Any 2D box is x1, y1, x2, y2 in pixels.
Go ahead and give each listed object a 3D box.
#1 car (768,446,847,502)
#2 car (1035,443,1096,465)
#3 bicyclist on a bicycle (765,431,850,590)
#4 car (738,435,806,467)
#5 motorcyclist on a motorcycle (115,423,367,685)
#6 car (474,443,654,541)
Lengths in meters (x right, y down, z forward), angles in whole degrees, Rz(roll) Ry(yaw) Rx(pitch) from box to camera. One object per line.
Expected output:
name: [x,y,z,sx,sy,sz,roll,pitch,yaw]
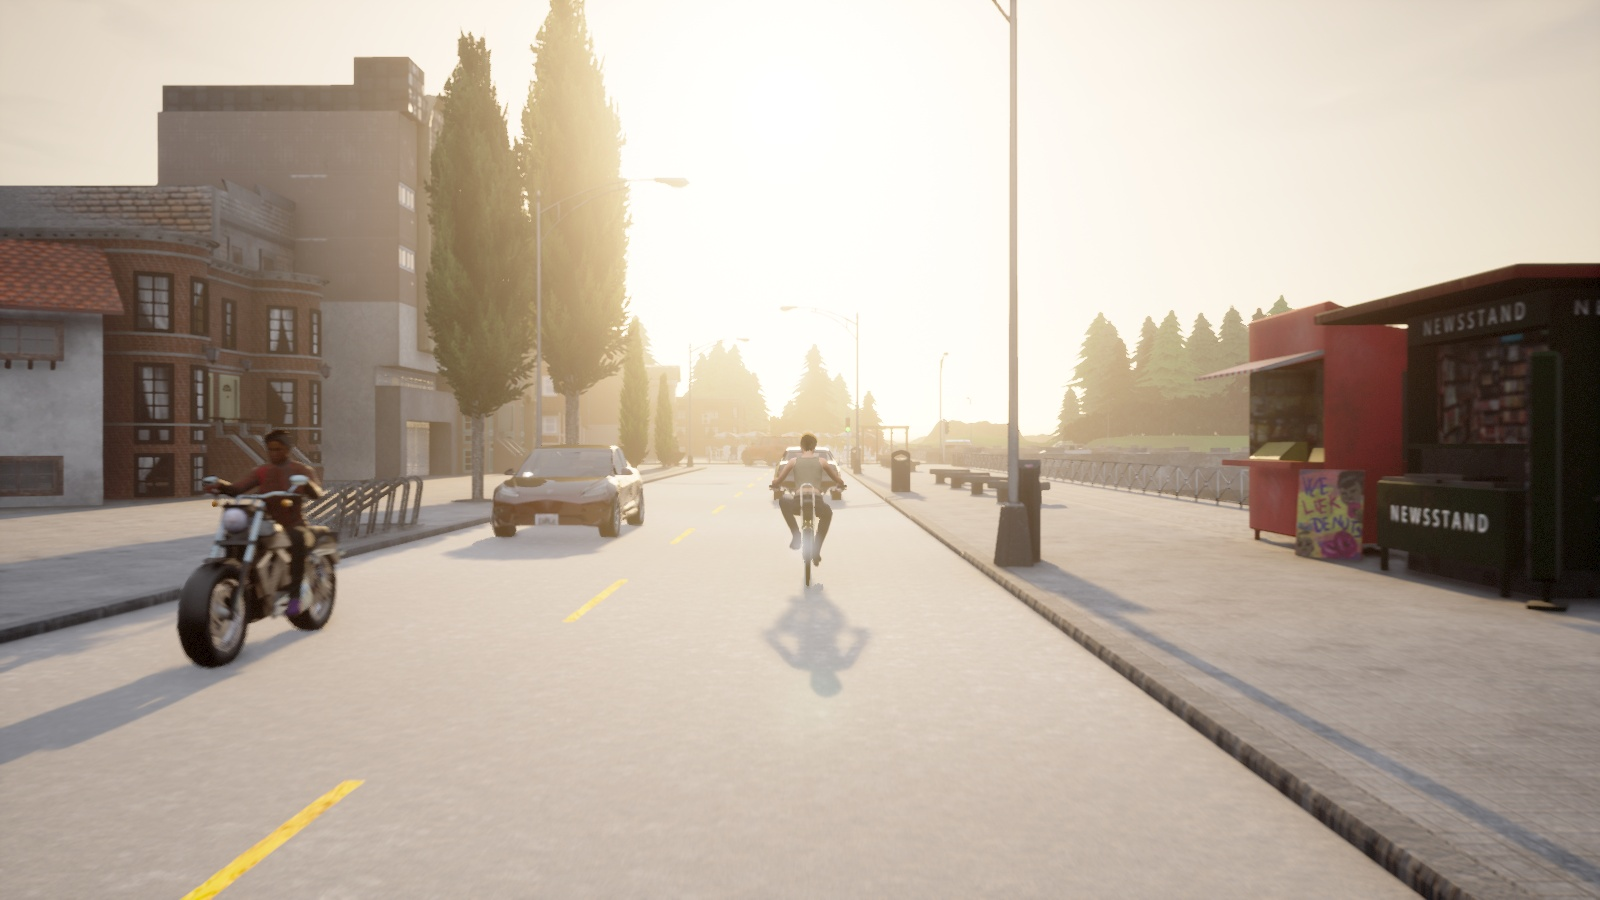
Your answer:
car: [0.208,0.613,34.888,2.033,1.411,5.357,0,0,0]
car: [18.559,0.271,87.918,3.806,1.475,1.970,0,0,0]
bicyclist on a bicycle: [0.086,0.613,13.551,0.866,1.612,1.509,0,0,1]
car: [-1.894,0.030,83.531,2.150,2.045,5.566,0,0,-29]
motorcyclist on a motorcycle: [-3.933,0.647,9.100,0.766,1.649,2.350,0,0,0]
car: [-3.865,0.632,21.475,2.163,1.488,4.792,0,0,0]
